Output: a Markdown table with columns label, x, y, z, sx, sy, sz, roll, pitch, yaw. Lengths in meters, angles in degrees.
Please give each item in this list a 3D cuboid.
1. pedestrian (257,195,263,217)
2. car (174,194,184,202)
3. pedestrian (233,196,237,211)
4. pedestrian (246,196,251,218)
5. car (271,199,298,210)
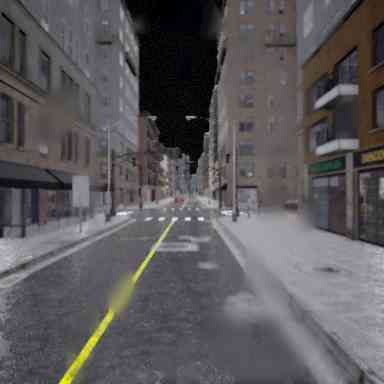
| label | x | y | z | sx | sy | sz | roll | pitch | yaw |
| --- | --- | --- | --- | --- | --- | --- | --- | --- | --- |
| pedestrian | 5.638 | 1.152 | 27.807 | 0.375 | 1.860 | 0.375 | 0 | 0 | 0 |
| car | -2.991 | 1.379 | 77.954 | 2.150 | 2.045 | 5.566 | 0 | 0 | 0 |
| pedestrian | 3.638 | 1.215 | 28.407 | 0.375 | 1.860 | 0.375 | 0 | 0 | 0 |
| pedestrian | 4.638 | 1.196 | 27.207 | 0.375 | 1.860 | 0.375 | 0 | 0 | 0 |
| car | 12.142 | 1.554 | 41.676 | 4.507 | 1.381 | 1.887 | -1 | 0 | 0 |
